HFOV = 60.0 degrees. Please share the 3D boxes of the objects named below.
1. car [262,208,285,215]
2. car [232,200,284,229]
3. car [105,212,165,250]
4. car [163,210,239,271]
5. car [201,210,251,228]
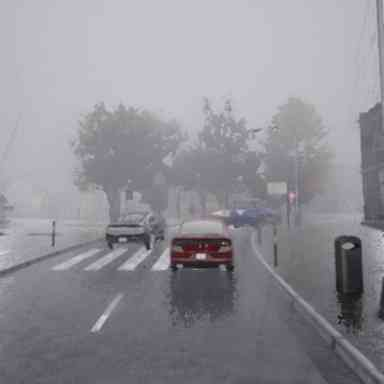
[{"bbox_3d":[19.028,4.648,77.567,4.892,1.490,1.837,-3,-6,37],"label":"car"},{"bbox_3d":[4.956,1.745,25.532,2.150,2.045,5.566,-6,-6,35],"label":"car"},{"bbox_3d":[-2.383,1.675,15.277,2.128,1.511,4.902,-1,-1,7],"label":"car"},{"bbox_3d":[0.425,1.595,11.438,1.882,1.535,5.008,0,0,4],"label":"car"},{"bbox_3d":[2.923,2.255,27.878,1.812,1.442,4.674,-4,-6,40],"label":"car"}]
